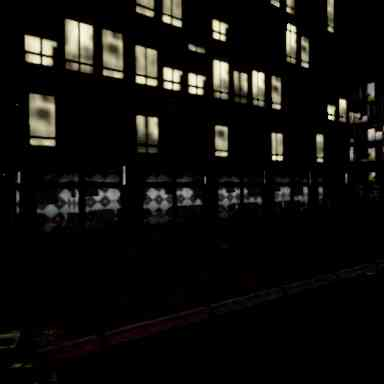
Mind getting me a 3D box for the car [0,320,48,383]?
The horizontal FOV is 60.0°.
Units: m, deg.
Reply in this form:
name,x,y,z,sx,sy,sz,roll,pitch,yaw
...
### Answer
name,x,y,z,sx,sy,sz,roll,pitch,yaw
car,-3.107,1.503,1.162,4.902,1.511,2.128,0,0,-35
